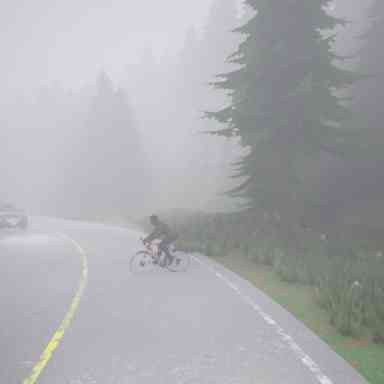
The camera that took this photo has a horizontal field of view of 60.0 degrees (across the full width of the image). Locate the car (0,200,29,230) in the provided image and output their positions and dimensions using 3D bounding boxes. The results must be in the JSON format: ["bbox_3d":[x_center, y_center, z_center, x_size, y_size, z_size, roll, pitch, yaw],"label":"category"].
[{"bbox_3d":[-11.405,1.487,20.052,2.128,1.511,4.902,0,0,-42],"label":"car"}]

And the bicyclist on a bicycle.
[{"bbox_3d":[-0.866,1.448,9.024,1.656,1.620,0.582,-1,0,-15],"label":"bicyclist on a bicycle"}]
